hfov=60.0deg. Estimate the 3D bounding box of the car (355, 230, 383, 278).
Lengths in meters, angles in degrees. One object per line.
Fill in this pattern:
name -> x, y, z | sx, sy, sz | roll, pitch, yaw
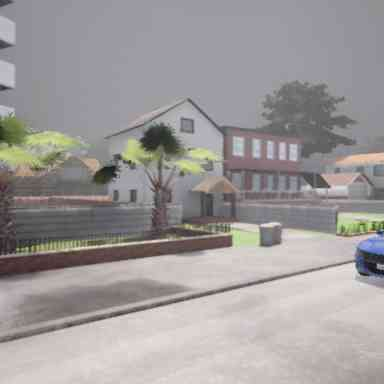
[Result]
car -> 6.491, 1.488, 9.234 | 5.008, 1.535, 1.882 | 0, 0, -35
